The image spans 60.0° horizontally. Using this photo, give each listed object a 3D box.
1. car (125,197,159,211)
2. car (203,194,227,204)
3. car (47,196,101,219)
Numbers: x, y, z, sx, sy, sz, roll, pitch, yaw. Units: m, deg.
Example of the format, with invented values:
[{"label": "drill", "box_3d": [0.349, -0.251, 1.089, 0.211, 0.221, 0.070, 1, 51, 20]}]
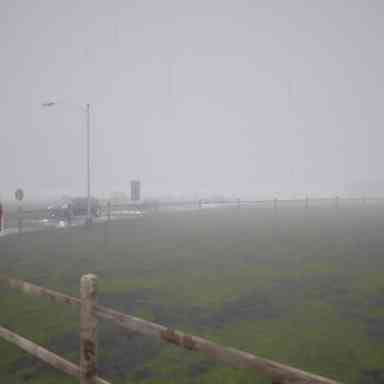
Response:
[{"label": "car", "box_3d": [-5.318, 1.262, 36.287, 1.812, 1.442, 4.674, 0, 1, 27]}, {"label": "car", "box_3d": [3.712, 1.092, 52.386, 2.033, 1.411, 5.357, 0, 1, 31]}, {"label": "car", "box_3d": [-9.680, 1.187, 27.562, 2.097, 1.767, 4.553, 0, 1, 27]}]
